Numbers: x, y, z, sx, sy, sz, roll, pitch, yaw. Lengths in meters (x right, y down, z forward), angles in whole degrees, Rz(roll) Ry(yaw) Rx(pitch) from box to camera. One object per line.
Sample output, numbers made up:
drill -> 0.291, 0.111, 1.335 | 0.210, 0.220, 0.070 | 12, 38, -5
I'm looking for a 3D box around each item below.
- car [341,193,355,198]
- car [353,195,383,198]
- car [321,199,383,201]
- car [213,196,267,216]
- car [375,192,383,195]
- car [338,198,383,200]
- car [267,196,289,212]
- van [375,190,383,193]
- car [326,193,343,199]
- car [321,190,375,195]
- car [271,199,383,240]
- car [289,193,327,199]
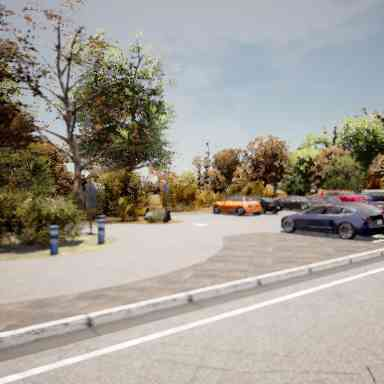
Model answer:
car -> 15.314, 1.150, 37.259 | 2.163, 1.488, 4.792 | -1, 0, -35
car -> 13.310, 1.204, 20.745 | 1.946, 1.575, 5.366 | -1, 0, -35
car -> 8.791, 1.290, 17.347 | 2.002, 1.452, 4.674 | -1, 0, -35
car -> 3.861, 1.102, 29.216 | 2.185, 1.767, 4.553 | -1, 0, -35
car -> 19.931, 1.074, 40.531 | 2.097, 1.535, 5.008 | 0, 0, -35
car -> 11.103, 1.269, 18.971 | 2.002, 1.452, 4.674 | -1, 0, -35
car -> 6.056, 1.207, 30.789 | 2.097, 1.535, 5.008 | -1, 0, -35
van -> 24.722, 0.736, 43.755 | 1.878, 1.987, 4.442 | -2, 1, -35
car -> 13.003, 1.172, 35.637 | 2.163, 1.488, 4.792 | -1, 0, -35
car -> 17.622, 0.848, 38.882 | 2.435, 2.045, 5.566 | -1, 0, -35
car -> 6.462, 1.301, 15.744 | 2.163, 1.488, 4.792 | -1, 0, -35
car -> 10.773, 1.164, 34.115 | 2.231, 1.521, 4.892 | -1, 0, -35
